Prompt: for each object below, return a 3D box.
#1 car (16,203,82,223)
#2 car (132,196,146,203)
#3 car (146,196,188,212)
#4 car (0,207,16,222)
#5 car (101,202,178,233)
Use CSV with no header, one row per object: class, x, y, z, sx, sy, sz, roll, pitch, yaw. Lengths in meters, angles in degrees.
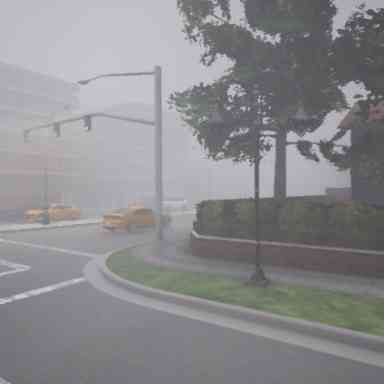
car,-12.025,1.781,28.867,1.882,1.535,5.008,-1,0,36
car,-5.681,1.561,43.584,2.150,2.045,5.566,-1,0,36
car,-2.708,1.519,41.722,2.150,2.045,5.566,-1,0,36
car,-15.174,1.891,30.483,2.033,1.411,5.357,-1,0,36
car,-3.362,1.653,21.051,1.882,1.535,5.008,-1,0,36
